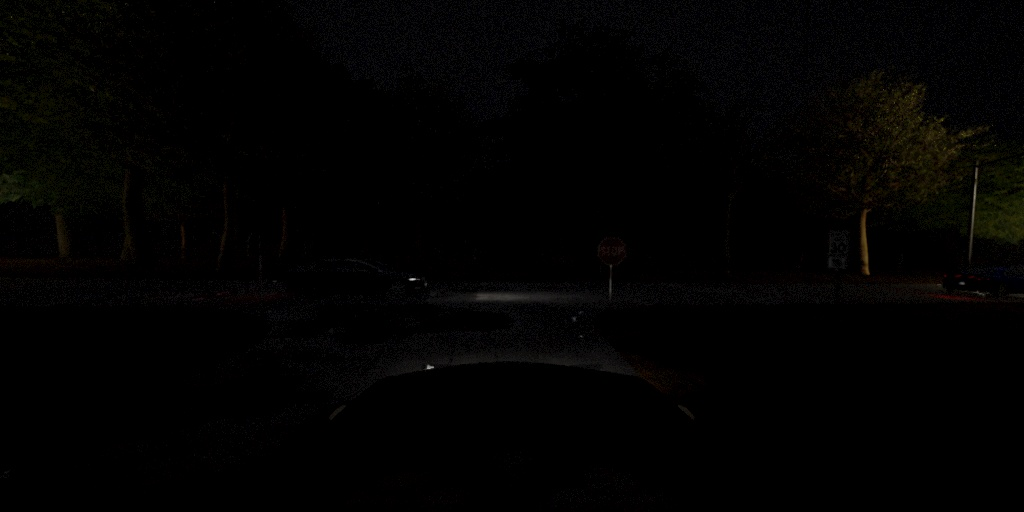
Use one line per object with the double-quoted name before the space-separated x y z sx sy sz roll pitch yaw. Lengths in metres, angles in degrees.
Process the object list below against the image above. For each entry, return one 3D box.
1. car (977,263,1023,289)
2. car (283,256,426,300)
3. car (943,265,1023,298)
"car" 35.036 1.379 24.619 5.008 1.535 1.882 1 2 -14
"car" -5.757 0.776 13.477 4.902 1.511 2.128 1 3 -8
"car" 25.855 1.318 19.221 5.008 1.535 1.882 1 2 -13
